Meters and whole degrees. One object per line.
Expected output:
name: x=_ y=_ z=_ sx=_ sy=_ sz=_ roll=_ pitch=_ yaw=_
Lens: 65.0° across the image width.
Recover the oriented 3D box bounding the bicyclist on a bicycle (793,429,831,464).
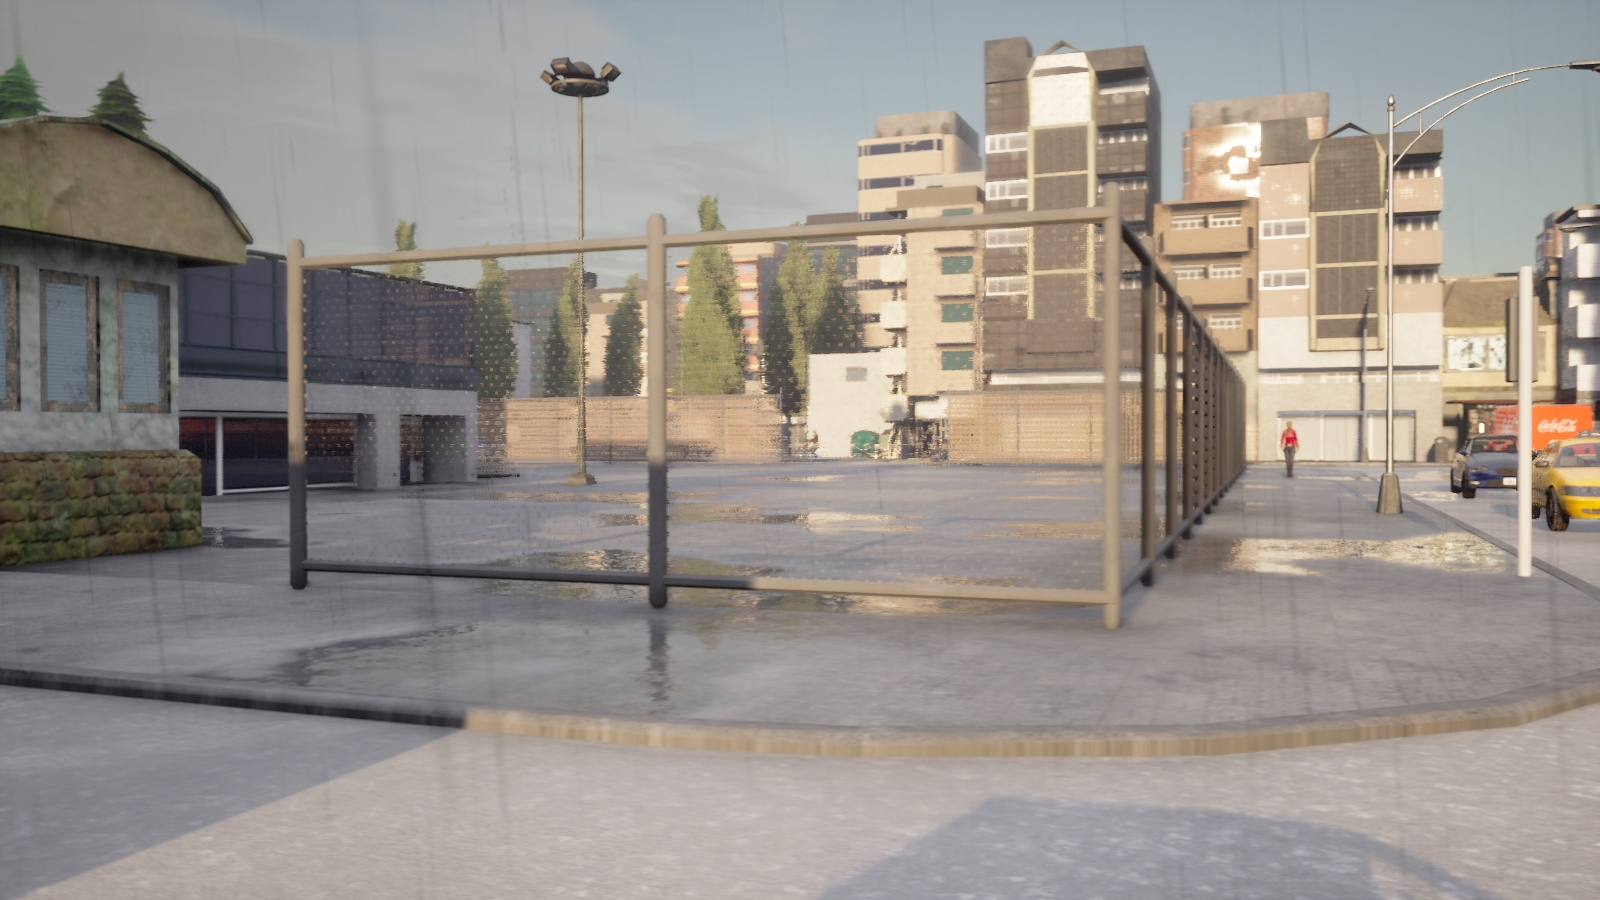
bicyclist on a bicycle: x=0.646 y=-0.193 z=65.108 sx=1.843 sy=1.776 sz=0.659 roll=1 pitch=1 yaw=21

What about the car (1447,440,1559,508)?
car: x=16.600 y=0.506 z=29.833 sx=1.816 sy=1.474 sz=4.193 roll=1 pitch=1 yaw=22

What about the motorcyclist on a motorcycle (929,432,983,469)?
motorcyclist on a motorcycle: x=7.239 y=0.009 z=58.302 sx=2.350 sy=1.649 sz=0.766 roll=1 pitch=1 yaw=21

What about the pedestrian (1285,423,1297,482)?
pedestrian: x=15.374 y=0.066 z=39.327 sx=0.331 sy=1.846 sz=0.636 roll=1 pitch=1 yaw=22

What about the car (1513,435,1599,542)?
car: x=13.154 y=0.540 z=20.754 sx=1.801 sy=1.575 sz=5.366 roll=1 pitch=1 yaw=23

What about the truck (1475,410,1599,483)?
truck: x=26.429 y=-0.161 z=45.138 sx=2.627 sy=2.467 sz=5.204 roll=0 pitch=1 yaw=14
